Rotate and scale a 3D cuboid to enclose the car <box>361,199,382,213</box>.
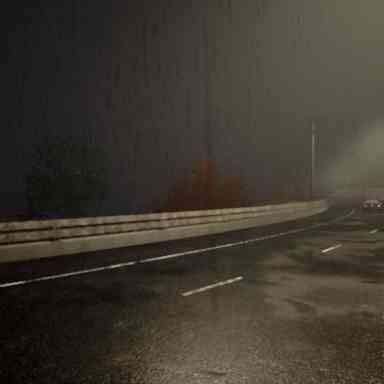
[{"bbox_3d":[19.763,1.487,36.608,2.033,1.411,5.357,0,0,28],"label":"car"}]
